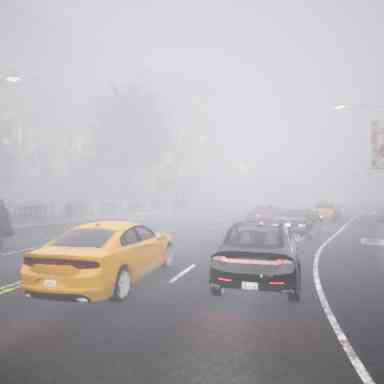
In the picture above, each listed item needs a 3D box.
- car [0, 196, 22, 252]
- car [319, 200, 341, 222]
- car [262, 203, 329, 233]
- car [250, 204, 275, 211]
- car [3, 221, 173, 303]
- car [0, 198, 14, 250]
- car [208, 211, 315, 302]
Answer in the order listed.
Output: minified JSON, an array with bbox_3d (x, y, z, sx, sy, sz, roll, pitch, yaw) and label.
[{"bbox_3d":[-8.687,1.214,11.066,2.150,2.045,5.566,0,0,17],"label":"car"},{"bbox_3d":[10.584,1.437,26.273,1.801,1.575,5.366,0,0,30],"label":"car"},{"bbox_3d":[5.559,1.535,17.320,2.033,1.411,5.357,0,0,29],"label":"car"},{"bbox_3d":[5.395,1.546,23.999,1.994,1.385,4.181,0,0,29],"label":"car"},{"bbox_3d":[-1.949,1.472,8.391,1.882,1.535,5.008,0,0,14],"label":"car"},{"bbox_3d":[-6.316,1.218,6.158,2.150,2.045,5.566,0,0,11],"label":"car"},{"bbox_3d":[1.695,1.486,8.367,2.128,1.511,4.902,0,0,15],"label":"car"}]
